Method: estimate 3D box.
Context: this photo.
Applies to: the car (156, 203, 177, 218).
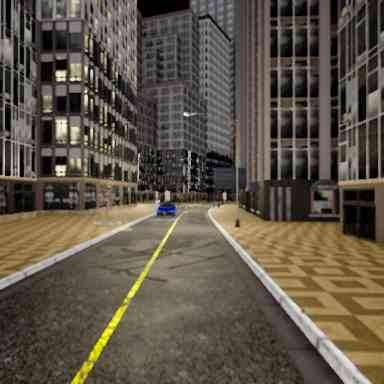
[{"bbox_3d":[-2.668,1.919,35.602,1.882,1.535,5.008,0,-1,1],"label":"car"}]
